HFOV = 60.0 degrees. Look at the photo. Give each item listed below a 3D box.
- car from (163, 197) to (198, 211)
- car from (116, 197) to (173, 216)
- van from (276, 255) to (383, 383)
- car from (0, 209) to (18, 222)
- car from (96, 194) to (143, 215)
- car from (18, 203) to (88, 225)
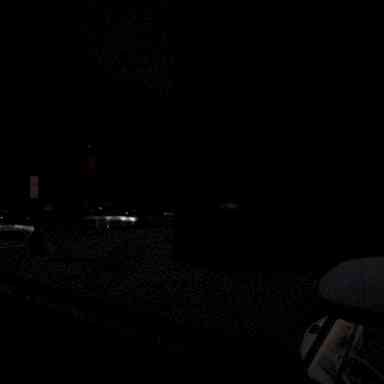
[{"bbox_3d":[-1.380,1.463,42.515,1.882,1.535,5.008,0,0,35],"label":"car"},{"bbox_3d":[-4.435,1.545,32.440,2.033,1.411,5.357,0,0,35],"label":"car"},{"bbox_3d":[2.318,1.341,1.425,3.998,1.788,1.690,0,0,35],"label":"van"},{"bbox_3d":[-12.663,1.596,26.299,1.895,1.301,4.718,0,0,37],"label":"car"},{"bbox_3d":[-7.191,1.212,34.167,2.150,2.045,5.566,0,0,35],"label":"car"},{"bbox_3d":[-9.908,1.528,24.563,1.812,1.442,4.674,0,0,32],"label":"car"}]
